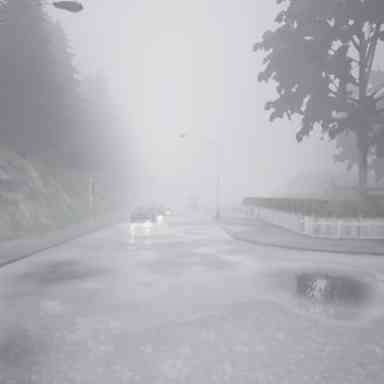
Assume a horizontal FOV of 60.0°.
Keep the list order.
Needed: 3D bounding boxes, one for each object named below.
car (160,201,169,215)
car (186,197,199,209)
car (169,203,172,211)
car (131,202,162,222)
[{"bbox_3d":[-4.069,1.945,38.476,1.994,1.385,4.181,0,-1,0],"label":"car"},{"bbox_3d":[0.025,2.069,54.881,1.812,1.442,4.674,0,-1,0],"label":"car"},{"bbox_3d":[-4.045,2.004,48.292,1.812,1.442,4.674,0,-1,1],"label":"car"},{"bbox_3d":[-4.075,1.852,29.035,1.994,1.385,4.181,0,-1,0],"label":"car"}]
